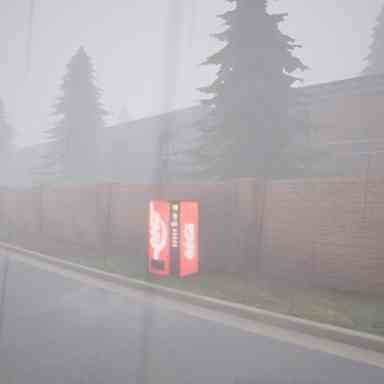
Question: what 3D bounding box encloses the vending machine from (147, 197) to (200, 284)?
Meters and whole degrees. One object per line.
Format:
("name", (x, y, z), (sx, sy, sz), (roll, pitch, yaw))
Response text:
("vending machine", (-0.484, 1.195, 8.793), (0.880, 2.100, 1.100), (0, 0, 39))
